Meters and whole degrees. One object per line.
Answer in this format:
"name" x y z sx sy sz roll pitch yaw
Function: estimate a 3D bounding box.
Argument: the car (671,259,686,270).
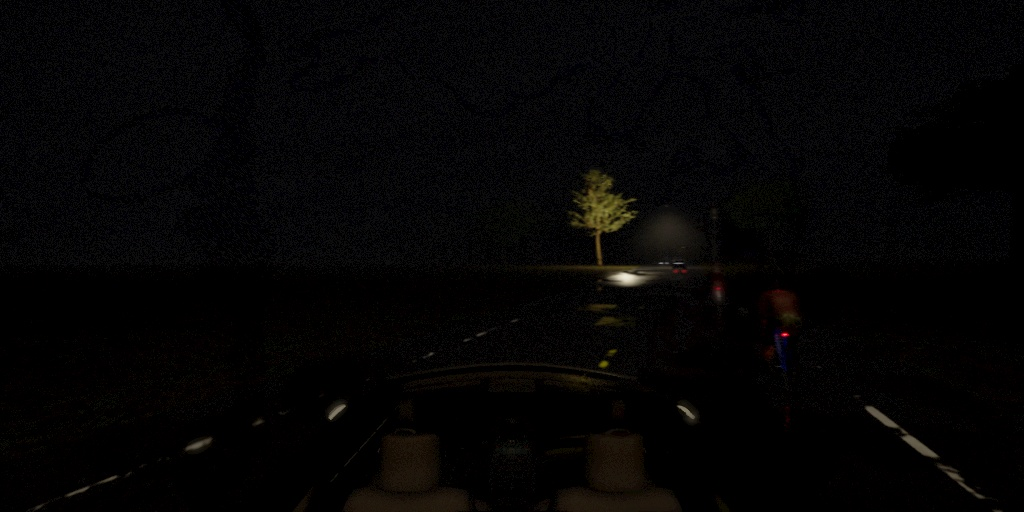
"car" 25.501 1.277 54.744 2.128 1.511 4.902 -1 0 24

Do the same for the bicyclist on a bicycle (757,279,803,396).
"bicyclist on a bicycle" 4.158 1.189 5.563 0.582 1.620 1.656 -1 -1 24

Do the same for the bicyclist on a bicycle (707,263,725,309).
"bicyclist on a bicycle" 8.010 1.143 14.064 0.659 1.776 1.843 -1 0 24
